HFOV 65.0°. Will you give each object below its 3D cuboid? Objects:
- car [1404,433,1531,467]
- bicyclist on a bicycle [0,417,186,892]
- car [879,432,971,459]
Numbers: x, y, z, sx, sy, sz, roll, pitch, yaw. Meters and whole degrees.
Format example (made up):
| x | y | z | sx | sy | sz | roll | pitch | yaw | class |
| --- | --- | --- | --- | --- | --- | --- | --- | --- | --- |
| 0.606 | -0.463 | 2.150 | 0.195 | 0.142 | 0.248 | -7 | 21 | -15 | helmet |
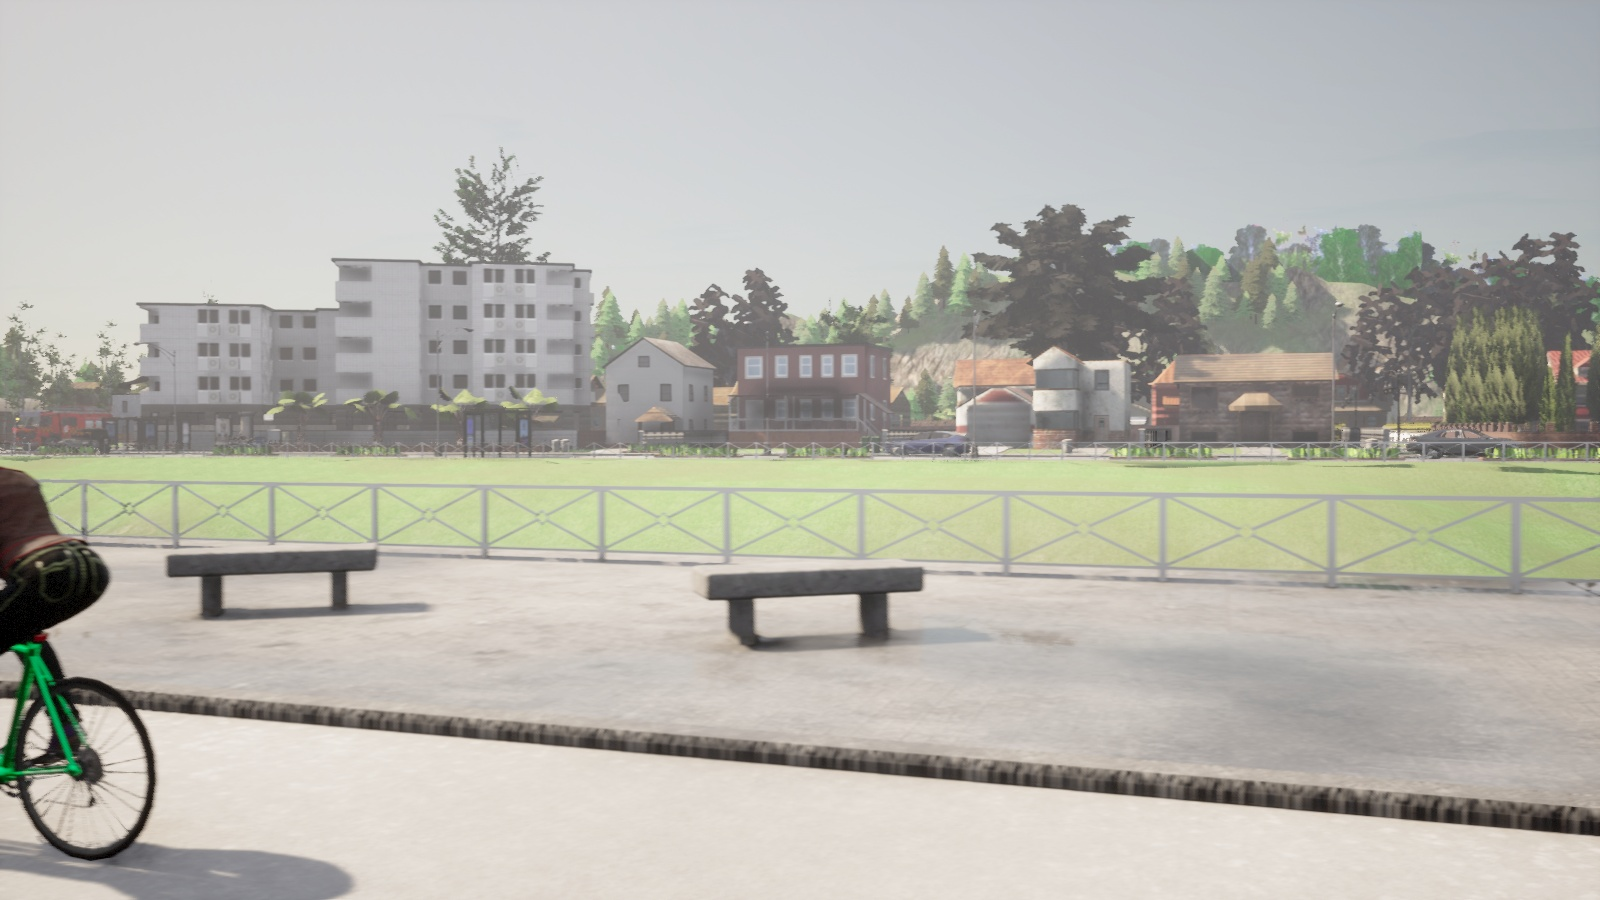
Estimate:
| x | y | z | sx | sy | sz | roll | pitch | yaw | class |
| --- | --- | --- | --- | --- | --- | --- | --- | --- | --- |
| 30.957 | -0.036 | 58.387 | 4.902 | 1.511 | 2.128 | 1 | 1 | 19 | car |
| -3.239 | 0.690 | 4.808 | 1.656 | 1.620 | 0.582 | 0 | 1 | 19 | bicyclist on a bicycle |
| 7.062 | -0.279 | 70.653 | 4.792 | 1.488 | 2.163 | 1 | 1 | 19 | car |
